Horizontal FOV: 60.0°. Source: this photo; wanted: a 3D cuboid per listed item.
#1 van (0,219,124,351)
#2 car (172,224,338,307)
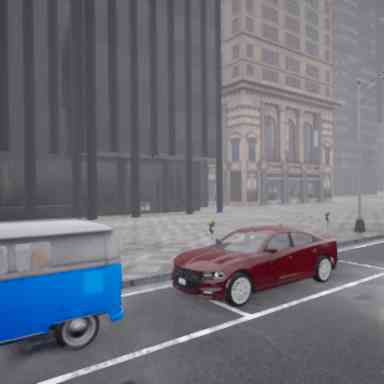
[{"bbox_3d":[-2.946,1.342,4.551,3.998,1.788,1.690,-1,0,-36],"label":"van"},{"bbox_3d":[1.629,1.488,7.853,4.507,1.381,1.887,-1,0,-36],"label":"car"}]
